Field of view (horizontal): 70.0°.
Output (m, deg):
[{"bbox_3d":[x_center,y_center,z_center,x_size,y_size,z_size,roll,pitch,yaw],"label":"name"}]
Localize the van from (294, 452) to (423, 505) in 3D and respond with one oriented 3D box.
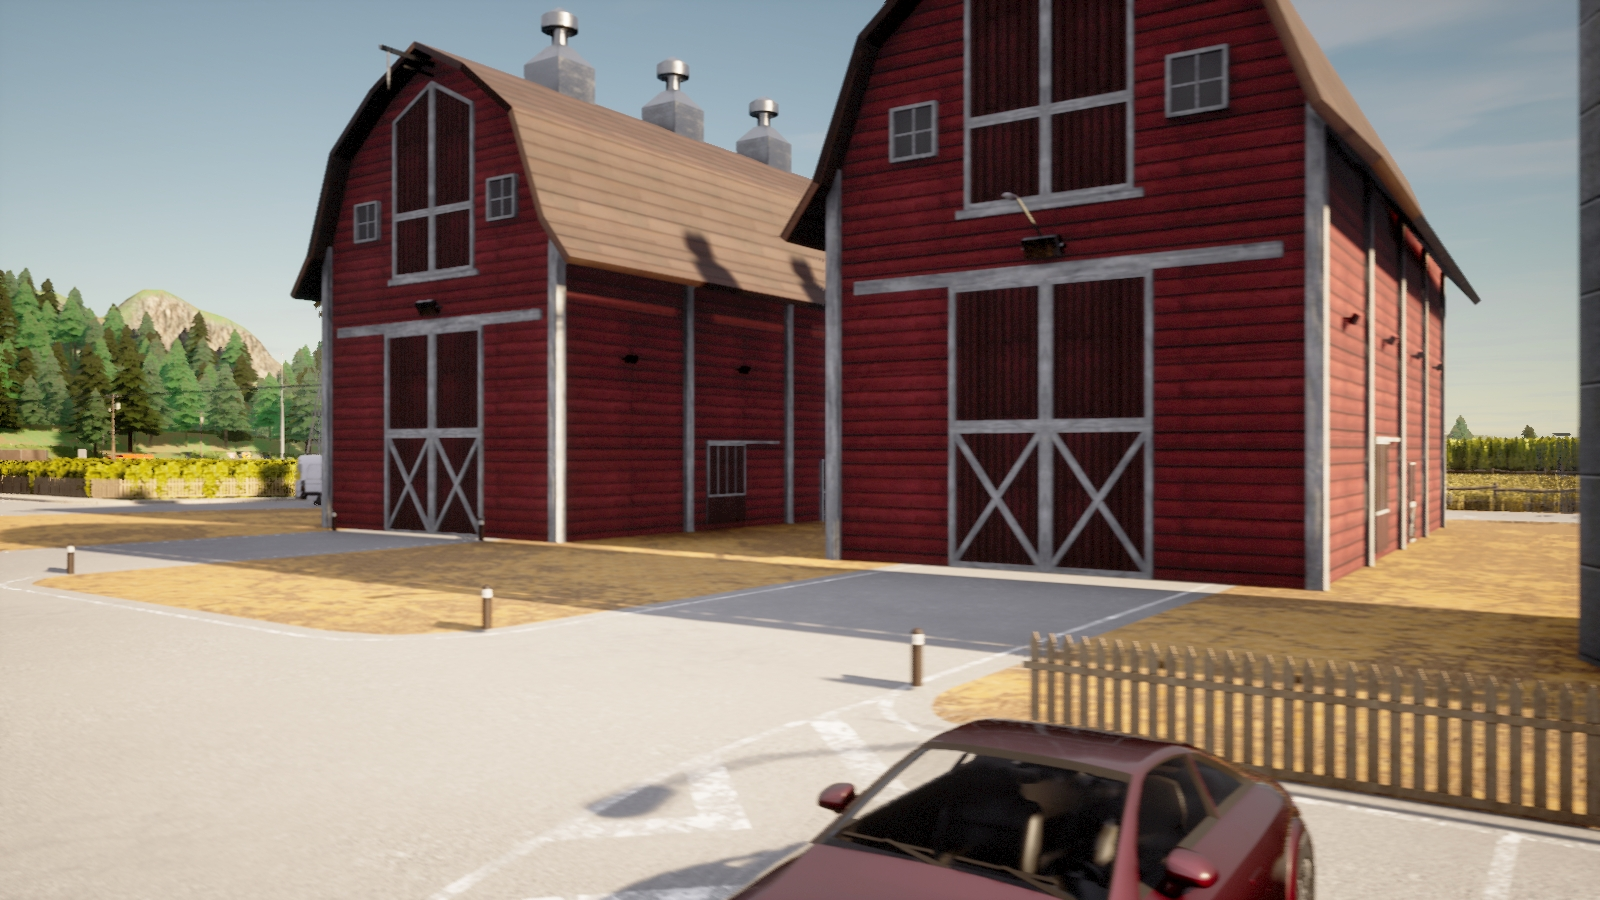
[{"bbox_3d":[-22.527,1.408,58.405,5.915,2.561,1.988,0,0,-32],"label":"van"}]
